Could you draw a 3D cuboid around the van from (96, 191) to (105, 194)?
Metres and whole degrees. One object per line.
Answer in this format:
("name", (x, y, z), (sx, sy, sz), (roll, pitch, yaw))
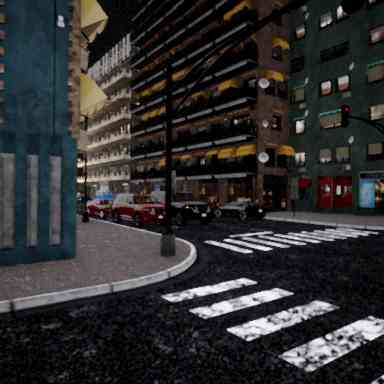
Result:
("van", (-12.688, 0.714, 47.776), (1.690, 1.788, 3.998), (2, 0, -36))

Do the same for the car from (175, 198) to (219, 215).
("car", (0.354, 1.276, 29.713), (1.802, 1.307, 4.206), (2, 0, -36))

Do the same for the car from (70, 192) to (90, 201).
("car", (-19.216, 0.757, 56.806), (1.887, 1.381, 4.507), (2, 0, -36))

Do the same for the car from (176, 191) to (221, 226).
("car", (-0.920, 0.958, 21.572), (2.150, 2.045, 5.566), (1, 0, -36))

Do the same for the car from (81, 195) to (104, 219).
("car", (-6.461, 1.176, 24.838), (1.887, 1.381, 4.507), (2, 0, -36))

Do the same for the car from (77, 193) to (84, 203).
("car", (-15.985, 0.889, 47.816), (1.994, 1.385, 4.181), (1, 1, -35))

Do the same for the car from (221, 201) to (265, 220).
("car", (3.616, 1.340, 25.197), (1.947, 1.339, 4.313), (2, 0, -36))

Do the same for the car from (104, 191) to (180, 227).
("car", (-3.193, 1.027, 20.322), (2.192, 1.841, 5.009), (2, 0, -36))
